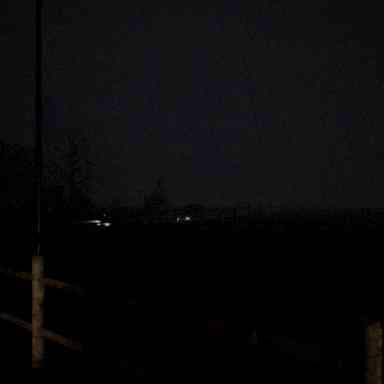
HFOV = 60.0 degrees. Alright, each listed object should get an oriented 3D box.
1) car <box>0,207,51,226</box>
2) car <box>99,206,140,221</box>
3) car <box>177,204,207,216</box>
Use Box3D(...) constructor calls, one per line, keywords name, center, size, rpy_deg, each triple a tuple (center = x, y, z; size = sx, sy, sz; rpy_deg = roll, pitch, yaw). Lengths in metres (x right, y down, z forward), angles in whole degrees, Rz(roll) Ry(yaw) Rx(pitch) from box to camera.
Box3D(name="car", center=(-13.041, 1.819, 24.107), size=(2.033, 1.411, 5.357), rpy_deg=(1, -1, 35))
Box3D(name="car", center=(-7.010, 2.057, 32.546), size=(1.994, 1.385, 4.181), rpy_deg=(1, -1, 36))
Box3D(name="car", center=(0.059, 2.256, 42.426), size=(1.837, 1.490, 4.892), rpy_deg=(1, -1, 36))
